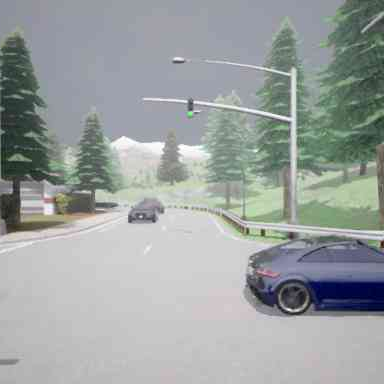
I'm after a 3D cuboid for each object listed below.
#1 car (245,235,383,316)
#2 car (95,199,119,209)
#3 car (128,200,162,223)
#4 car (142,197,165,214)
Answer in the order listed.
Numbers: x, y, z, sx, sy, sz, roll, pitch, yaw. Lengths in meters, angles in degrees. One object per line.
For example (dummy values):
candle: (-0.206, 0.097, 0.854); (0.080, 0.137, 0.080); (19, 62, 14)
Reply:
car: (3.230, 1.628, 6.941); (4.181, 1.385, 1.994); (1, 0, 0)
car: (-12.082, 1.606, 43.471); (4.718, 1.301, 1.895); (0, 0, 9)
car: (-3.651, 1.561, 25.454); (1.994, 1.385, 4.181); (0, 0, -1)
car: (-4.357, 1.348, 35.254); (2.097, 1.767, 4.553); (0, 0, -18)
